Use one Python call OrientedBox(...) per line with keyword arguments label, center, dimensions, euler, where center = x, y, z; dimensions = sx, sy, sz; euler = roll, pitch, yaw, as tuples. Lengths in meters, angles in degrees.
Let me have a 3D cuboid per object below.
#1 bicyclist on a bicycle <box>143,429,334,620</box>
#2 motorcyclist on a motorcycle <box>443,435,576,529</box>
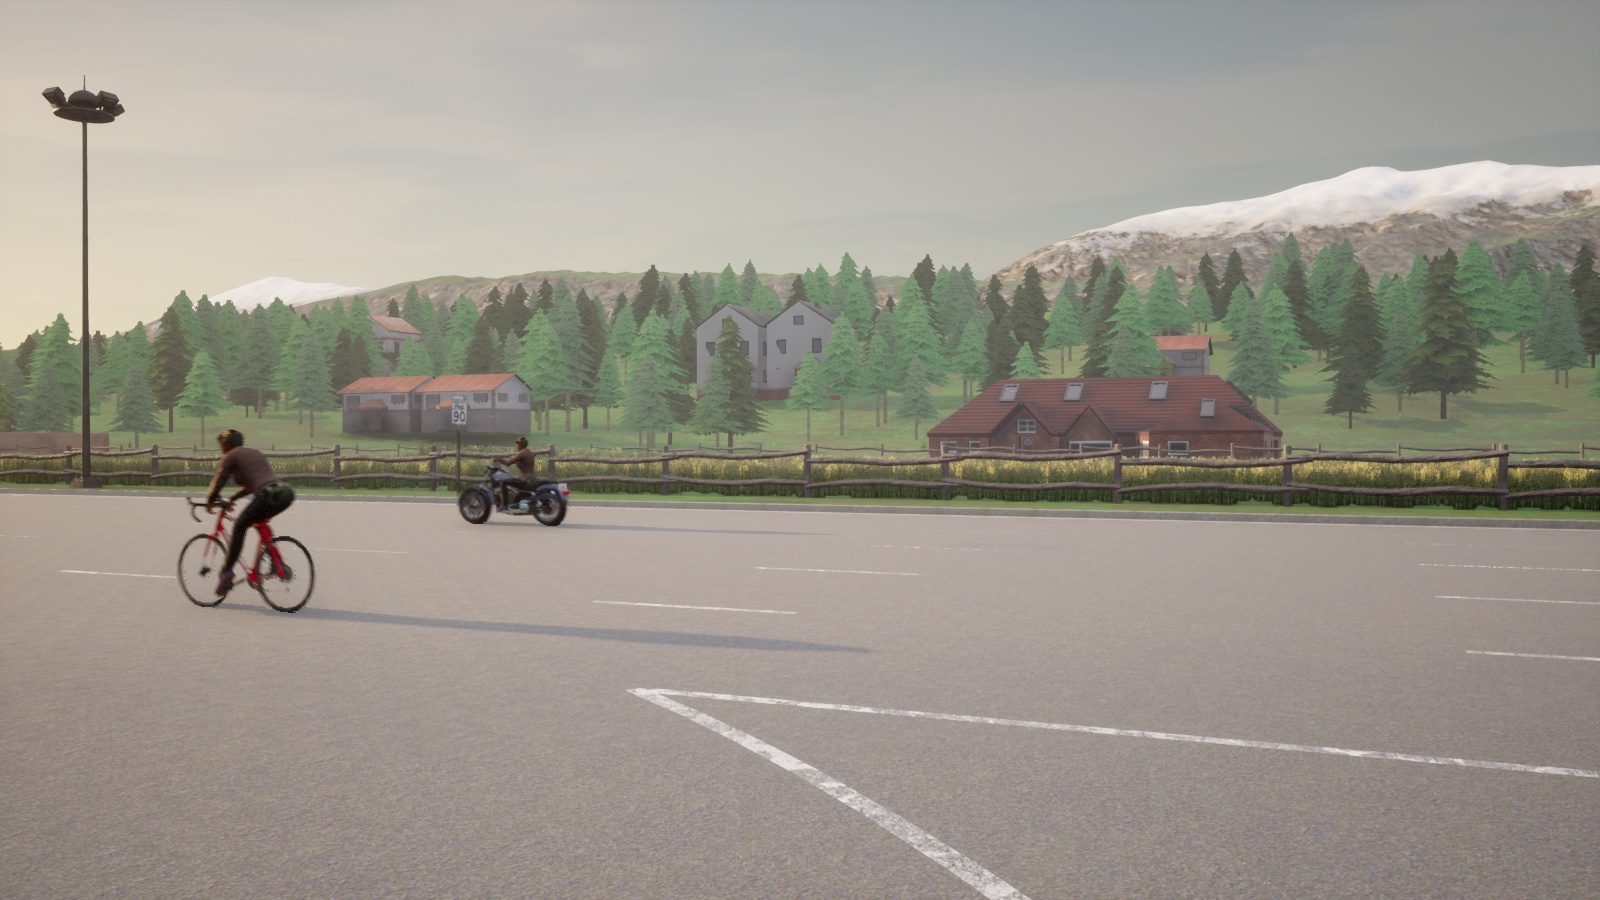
OrientedBox(label="bicyclist on a bicycle", center=(-5.035, 0.632, 11.250), dimensions=(1.656, 1.620, 0.582), euler=(0, 0, 23))
OrientedBox(label="motorcyclist on a motorcycle", center=(-5.282, 0.564, 22.788), dimensions=(2.350, 1.649, 0.766), euler=(0, 0, 23))
